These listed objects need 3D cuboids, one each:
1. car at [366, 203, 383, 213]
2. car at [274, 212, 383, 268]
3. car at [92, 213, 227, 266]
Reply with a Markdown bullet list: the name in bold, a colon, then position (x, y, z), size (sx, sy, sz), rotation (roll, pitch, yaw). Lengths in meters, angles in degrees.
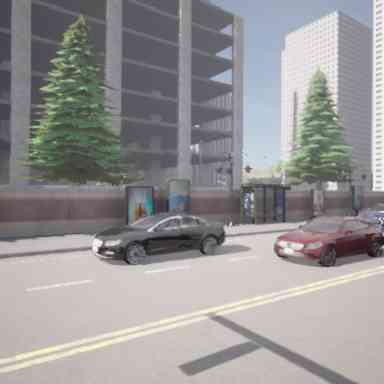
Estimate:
- **car**: position (12.403, 1.475, 21.049), size (4.553, 1.767, 2.097), rotation (0, 0, -35)
- **car**: position (4.910, 1.585, 11.623), size (4.674, 1.442, 1.812), rotation (1, 0, -35)
- **car**: position (-1.005, 1.523, 11.798), size (4.902, 1.511, 2.128), rotation (0, 0, -35)
